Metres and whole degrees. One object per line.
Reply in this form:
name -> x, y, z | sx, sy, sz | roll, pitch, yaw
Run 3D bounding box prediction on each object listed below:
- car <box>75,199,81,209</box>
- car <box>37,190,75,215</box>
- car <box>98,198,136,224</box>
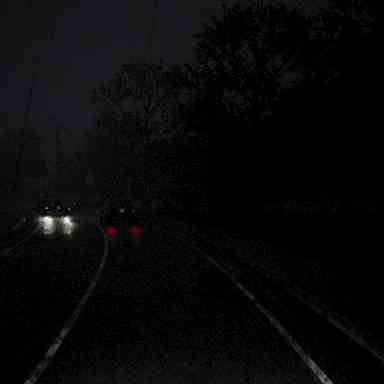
car -> -14.988, 1.282, 39.714 | 2.033, 1.411, 5.357 | 4, -2, -40
car -> -12.675, 0.926, 30.365 | 2.150, 2.045, 5.566 | 3, -1, -32
car -> -5.616, 1.304, 24.613 | 2.097, 1.767, 4.553 | 2, -1, -24
